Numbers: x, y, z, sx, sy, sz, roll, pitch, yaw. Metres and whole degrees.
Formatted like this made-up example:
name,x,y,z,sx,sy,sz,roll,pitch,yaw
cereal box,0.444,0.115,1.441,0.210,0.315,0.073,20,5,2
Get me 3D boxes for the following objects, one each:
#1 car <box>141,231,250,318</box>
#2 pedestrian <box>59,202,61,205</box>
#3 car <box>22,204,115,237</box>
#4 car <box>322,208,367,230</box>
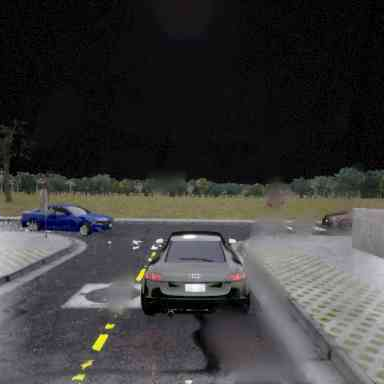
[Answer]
name,x,y,z,sx,sy,sz,roll,pitch,yaw
car,0.087,1.562,7.537,1.994,1.385,4.181,0,0,1
pedestrian,-9.719,0.998,24.448,0.375,1.860,0.375,0,-1,0
car,-6.535,1.411,17.633,5.008,1.535,1.882,1,0,16
car,10.762,1.724,21.711,4.181,1.385,1.994,1,0,-1
